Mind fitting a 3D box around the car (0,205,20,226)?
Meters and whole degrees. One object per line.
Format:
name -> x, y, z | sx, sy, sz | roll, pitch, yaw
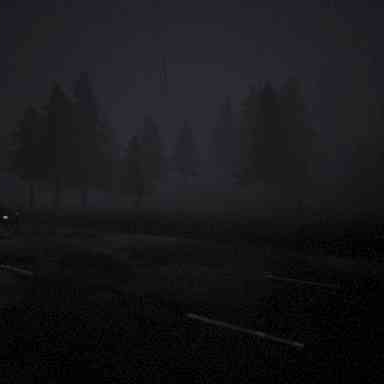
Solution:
car -> -13.303, 1.553, 22.080 | 4.181, 1.385, 1.994 | 0, 0, 35
